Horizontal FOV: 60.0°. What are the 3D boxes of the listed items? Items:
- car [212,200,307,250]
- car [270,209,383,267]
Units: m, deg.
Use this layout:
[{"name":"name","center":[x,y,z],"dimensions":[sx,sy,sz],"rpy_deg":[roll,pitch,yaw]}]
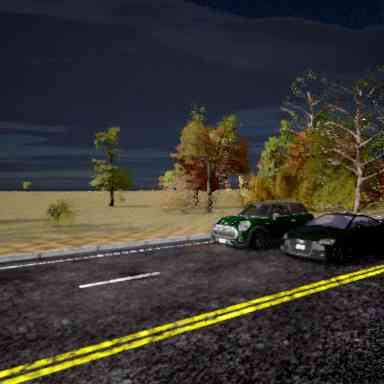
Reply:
[{"name":"car","center":[2.991,1.177,13.542],"dimensions":[4.553,1.767,2.097],"rpy_deg":[-1,1,-34]},{"name":"car","center":[4.850,1.397,10.877],"dimensions":[4.181,1.385,1.994],"rpy_deg":[-1,1,-34]}]
